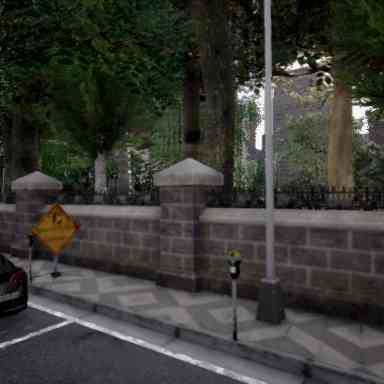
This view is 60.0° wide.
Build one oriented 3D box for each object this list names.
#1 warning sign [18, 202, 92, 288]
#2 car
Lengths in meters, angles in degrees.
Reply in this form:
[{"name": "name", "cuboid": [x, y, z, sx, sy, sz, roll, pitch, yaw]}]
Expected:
[{"name": "warning sign", "cuboid": [-3.340, 1.192, 8.173, 1.060, 1.860, 1.300, -1, 0, 35]}, {"name": "car", "cuboid": [-4.884, 1.645, 6.443, 4.313, 1.339, 1.947, -1, 0, 35]}]
